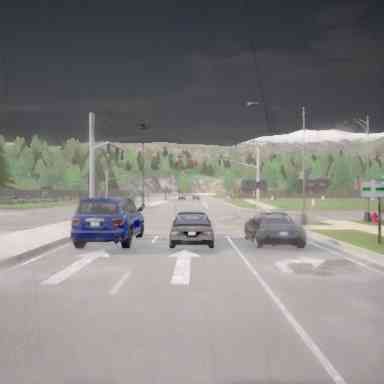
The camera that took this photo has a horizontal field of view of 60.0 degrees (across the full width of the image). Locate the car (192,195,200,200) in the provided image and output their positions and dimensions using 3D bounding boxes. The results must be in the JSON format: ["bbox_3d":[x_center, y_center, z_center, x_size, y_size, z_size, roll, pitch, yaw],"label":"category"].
[{"bbox_3d":[0.981,1.383,82.551,1.994,1.385,4.181,0,0,1],"label":"car"}]

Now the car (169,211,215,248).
[{"bbox_3d":[0.000,1.560,14.650,2.033,1.411,5.357,0,0,0],"label":"car"}]

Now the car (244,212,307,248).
[{"bbox_3d":[3.500,1.570,14.650,1.994,1.385,4.181,0,0,0],"label":"car"}]

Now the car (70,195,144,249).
[{"bbox_3d":[-3.500,1.255,14.680,2.150,2.045,5.566,0,0,0],"label":"car"}]

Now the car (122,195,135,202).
[{"bbox_3d":[-14.142,1.486,74.639,1.837,1.490,4.892,0,0,1],"label":"car"}]

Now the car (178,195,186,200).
[{"bbox_3d":[-2.519,1.426,82.632,1.895,1.301,4.718,0,0,1],"label":"car"}]
